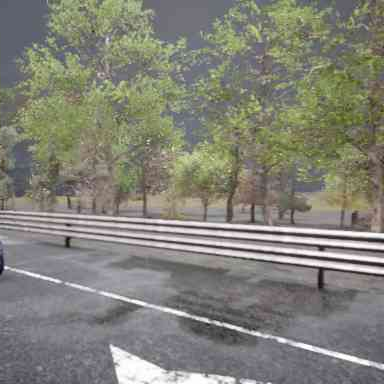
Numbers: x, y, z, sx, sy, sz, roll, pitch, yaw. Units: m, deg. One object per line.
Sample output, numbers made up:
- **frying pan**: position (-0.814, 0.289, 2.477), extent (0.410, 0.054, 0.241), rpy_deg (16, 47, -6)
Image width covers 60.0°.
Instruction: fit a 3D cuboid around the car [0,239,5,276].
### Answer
- **car**: position (-7.108, 1.382, 9.057), extent (4.553, 1.767, 2.097), rpy_deg (0, 0, 36)
